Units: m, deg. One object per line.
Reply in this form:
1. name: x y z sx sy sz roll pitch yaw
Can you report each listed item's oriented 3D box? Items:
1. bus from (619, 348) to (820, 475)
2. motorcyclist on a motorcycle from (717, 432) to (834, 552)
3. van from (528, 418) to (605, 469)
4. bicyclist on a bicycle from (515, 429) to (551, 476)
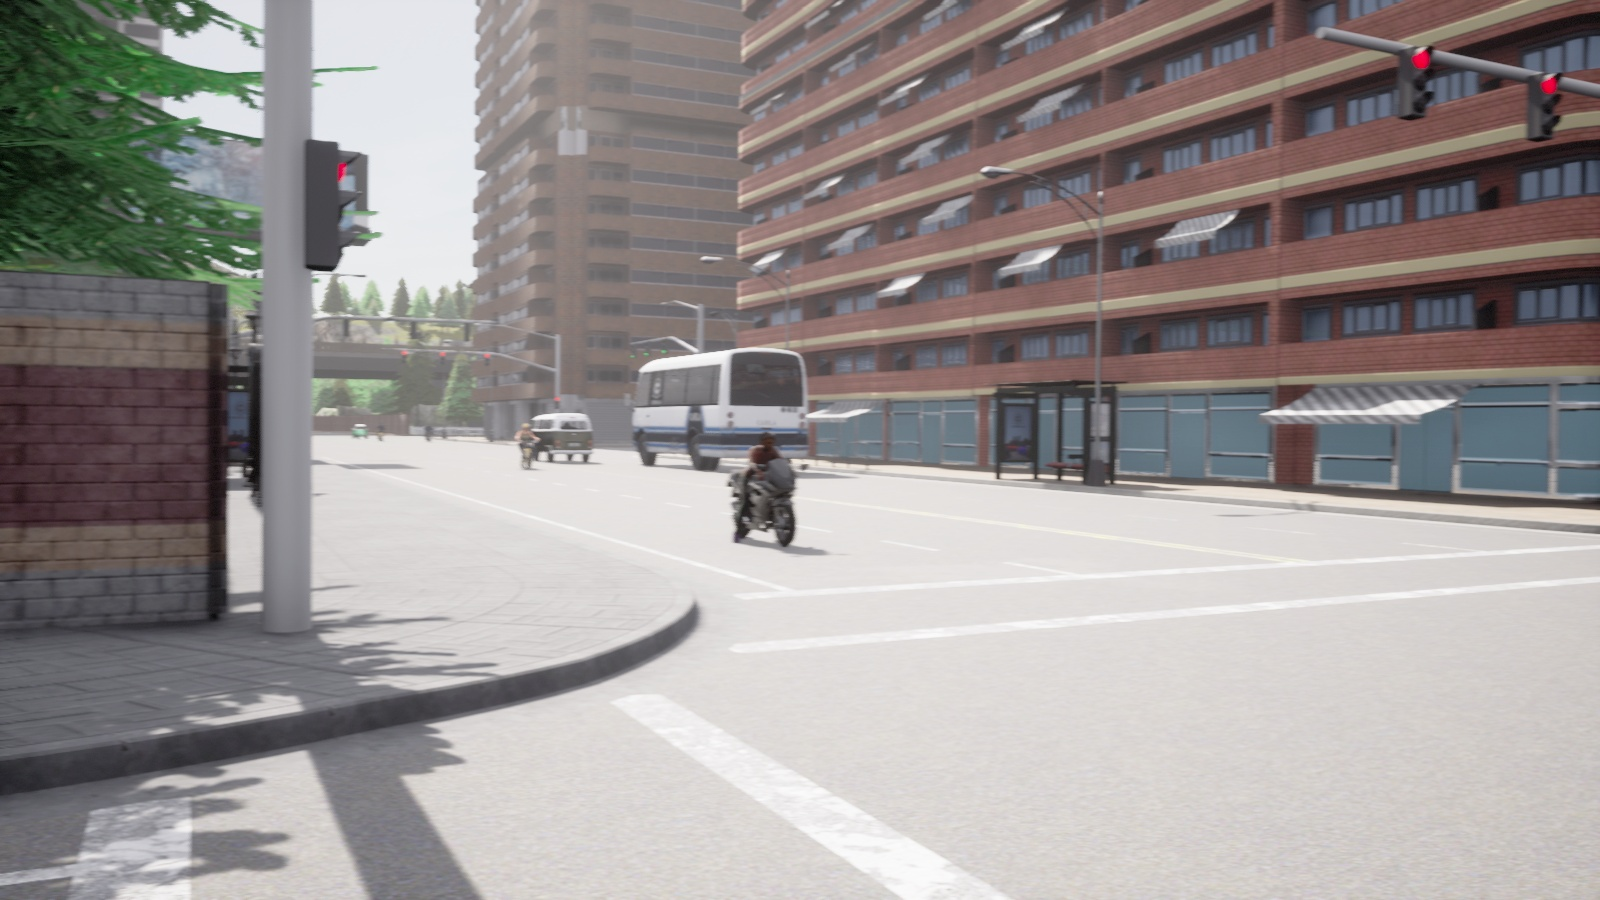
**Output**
1. bus: -3.339 -1.372 47.483 3.944 4.253 10.273 -1 1 -26
2. motorcyclist on a motorcycle: -0.363 0.518 17.085 0.797 1.523 2.044 -1 1 -26
3. van: -9.928 -0.302 53.171 2.069 2.038 4.480 -1 1 -26
4. bicyclist on a bicycle: -9.341 0.077 43.881 0.866 1.612 1.509 -1 1 -25
